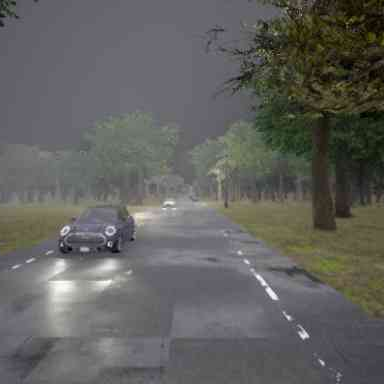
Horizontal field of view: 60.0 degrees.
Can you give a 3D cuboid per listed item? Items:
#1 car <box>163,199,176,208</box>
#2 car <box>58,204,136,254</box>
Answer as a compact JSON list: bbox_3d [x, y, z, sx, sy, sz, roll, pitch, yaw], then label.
[{"bbox_3d":[-3.569,1.849,54.044,1.812,1.442,4.674,0,-1,0],"label":"car"},{"bbox_3d":[-3.601,1.332,13.389,2.097,1.767,4.553,0,0,0],"label":"car"}]
